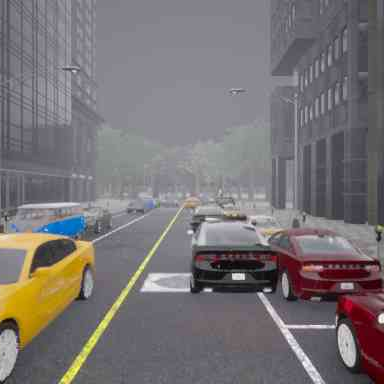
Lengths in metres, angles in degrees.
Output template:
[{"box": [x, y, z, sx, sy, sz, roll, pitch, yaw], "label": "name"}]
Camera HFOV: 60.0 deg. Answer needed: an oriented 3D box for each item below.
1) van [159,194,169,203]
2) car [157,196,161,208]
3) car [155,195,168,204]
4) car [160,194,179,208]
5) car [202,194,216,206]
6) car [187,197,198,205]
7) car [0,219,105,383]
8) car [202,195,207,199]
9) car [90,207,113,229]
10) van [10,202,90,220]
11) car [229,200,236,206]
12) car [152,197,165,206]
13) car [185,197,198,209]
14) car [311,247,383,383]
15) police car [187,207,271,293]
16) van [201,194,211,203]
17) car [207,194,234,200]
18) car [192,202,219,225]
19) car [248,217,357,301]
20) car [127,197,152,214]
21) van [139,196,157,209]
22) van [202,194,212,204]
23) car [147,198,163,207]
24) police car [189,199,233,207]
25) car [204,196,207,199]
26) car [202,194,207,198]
[{"box": [-5.684, 1.363, 67.989, 1.690, 1.788, 3.998, 0, 0, 0], "label": "van"}, {"box": [-5.710, 1.534, 46.069, 1.752, 1.417, 4.829, 0, 0, 0], "label": "car"}, {"box": [-5.690, 1.459, 62.551, 1.967, 1.590, 4.097, 0, 0, 0], "label": "car"}, {"box": [-2.944, 1.362, 47.855, 2.097, 1.767, 4.553, 0, 0, 0], "label": "car"}, {"box": [2.828, 1.330, 57.103, 2.192, 1.841, 5.009, 0, 0, 0], "label": "car"}, {"box": [0.071, 1.581, 60.656, 1.994, 1.385, 4.181, 0, 0, 0], "label": "car"}, {"box": [-3.096, 1.478, 5.487, 1.882, 1.535, 5.008, 0, 0, 0], "label": "car"}, {"box": [2.815, 1.554, 46.228, 1.887, 1.381, 4.507, 0, 0, 0], "label": "car"}, {"box": [-5.742, 1.552, 19.051, 2.008, 1.369, 4.403, 0, 0, 0], "label": "car"}, {"box": [-5.749, 1.342, 13.613, 1.690, 1.788, 3.998, 0, 0, 0], "label": "van"}, {"box": [2.790, 1.527, 24.648, 1.752, 1.417, 4.829, 0, 0, 0], "label": "car"}, {"box": [-5.697, 1.540, 56.944, 1.752, 1.417, 4.829, 0, 0, 0], "label": "car"}, {"box": [0.066, 1.487, 46.737, 1.882, 1.535, 5.008, 0, 0, 1], "label": "car"}, {"box": [2.763, 1.545, 2.727, 1.887, 1.381, 4.507, 0, 0, 0], "label": "car"}, {"box": [0.898, 1.425, 8.981, 1.930, 1.638, 5.238, 0, 0, 0], "label": "police car"}, {"box": [2.841, 1.363, 67.978, 1.690, 1.788, 3.998, 0, 0, 0], "label": "van"}, {"box": [2.796, 1.318, 29.915, 2.192, 1.841, 5.009, 0, 0, 0], "label": "car"}, {"box": [0.929, 1.528, 24.871, 1.812, 1.442, 4.674, 0, 0, 0], "label": "car"}, {"box": [2.770, 1.545, 8.165, 1.887, 1.381, 4.507, 0, 0, 0], "label": "car"}, {"box": [-5.723, 1.571, 35.363, 1.947, 1.339, 4.313, 0, 0, 0], "label": "car"}, {"box": [-5.717, 1.348, 40.801, 1.690, 1.788, 3.998, 0, 0, 0], "label": "van"}, {"box": [2.835, 1.359, 62.541, 1.690, 1.788, 3.998, 0, 0, 0], "label": "van"}, {"box": [-5.703, 1.578, 51.676, 1.947, 1.339, 4.313, 0, 0, 0], "label": "car"}, {"box": [0.921, 1.426, 18.982, 1.930, 1.638, 5.238, 0, 0, 0], "label": "police car"}, {"box": [2.809, 1.532, 40.960, 1.752, 1.417, 4.829, 0, 0, 0], "label": "car"}, {"box": [2.822, 1.452, 51.665, 1.967, 1.590, 4.097, 0, 0, 0], "label": "car"}]
